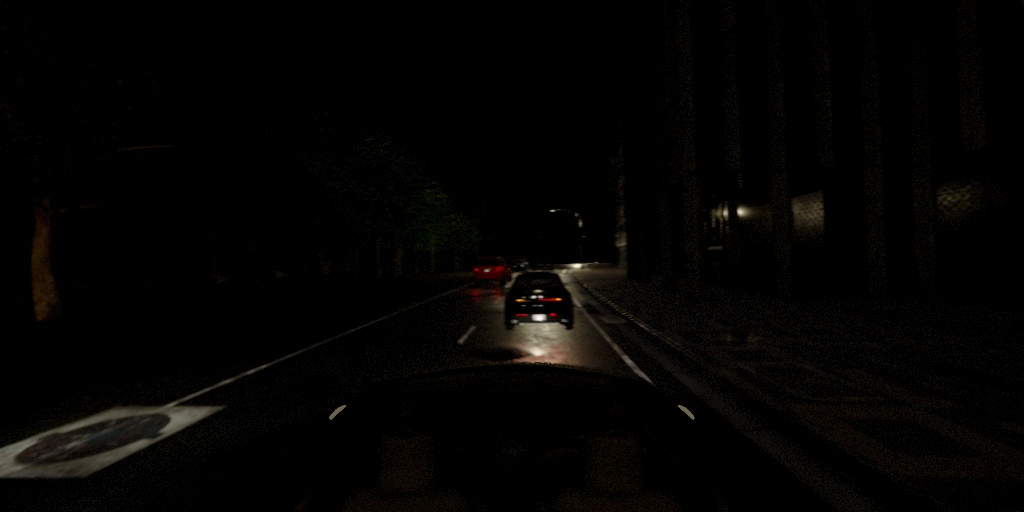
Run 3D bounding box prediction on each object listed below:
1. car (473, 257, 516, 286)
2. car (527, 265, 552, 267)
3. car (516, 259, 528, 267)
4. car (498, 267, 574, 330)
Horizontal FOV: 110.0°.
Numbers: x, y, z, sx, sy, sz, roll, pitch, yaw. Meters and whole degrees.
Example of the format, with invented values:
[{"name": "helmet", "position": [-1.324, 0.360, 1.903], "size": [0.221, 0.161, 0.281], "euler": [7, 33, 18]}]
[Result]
[{"name": "car", "position": [-1.331, 1.072, 26.679], "size": [2.150, 2.045, 5.566], "euler": [-2, 0, 8]}, {"name": "car", "position": [2.563, 1.341, 29.215], "size": [1.895, 1.301, 4.718], "euler": [-2, 0, 7]}, {"name": "car", "position": [0.732, 1.171, 41.631], "size": [2.097, 1.767, 4.553], "euler": [-2, 0, 10]}, {"name": "car", "position": [0.825, 1.264, 11.204], "size": [1.837, 1.490, 4.892], "euler": [-2, 0, 4]}]
